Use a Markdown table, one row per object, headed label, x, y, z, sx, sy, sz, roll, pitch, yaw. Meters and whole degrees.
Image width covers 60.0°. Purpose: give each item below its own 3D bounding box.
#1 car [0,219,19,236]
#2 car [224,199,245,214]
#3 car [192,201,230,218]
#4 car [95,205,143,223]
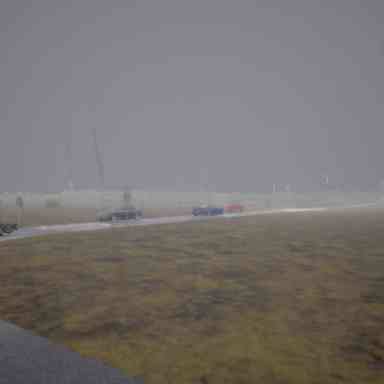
| label | x | y | z | sx | sy | sz | roll | pitch | yaw |
| --- | --- | --- | --- | --- | --- | --- | --- | --- | --- |
| car | -11.571 | 1.724 | 17.049 | 2.033 | 1.411 | 5.357 | -1 | -2 | 16 |
| car | 5.523 | 2.046 | 47.645 | 2.150 | 2.045 | 5.566 | -2 | -2 | 35 |
| car | 1.971 | 2.044 | 37.543 | 1.882 | 1.535 | 5.008 | -2 | -2 | 35 |
| car | -6.621 | 1.988 | 30.494 | 1.837 | 1.490 | 4.892 | -2 | -2 | 35 |
